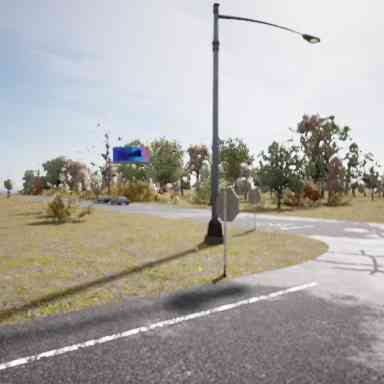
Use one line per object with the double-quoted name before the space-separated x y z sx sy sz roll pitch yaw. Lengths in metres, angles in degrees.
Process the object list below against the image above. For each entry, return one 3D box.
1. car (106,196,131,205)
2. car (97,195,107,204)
"car" -11.947 1.460 55.226 2.033 1.411 5.357 0 0 -33
"car" -15.933 1.405 61.143 1.837 1.490 4.892 0 0 -34
